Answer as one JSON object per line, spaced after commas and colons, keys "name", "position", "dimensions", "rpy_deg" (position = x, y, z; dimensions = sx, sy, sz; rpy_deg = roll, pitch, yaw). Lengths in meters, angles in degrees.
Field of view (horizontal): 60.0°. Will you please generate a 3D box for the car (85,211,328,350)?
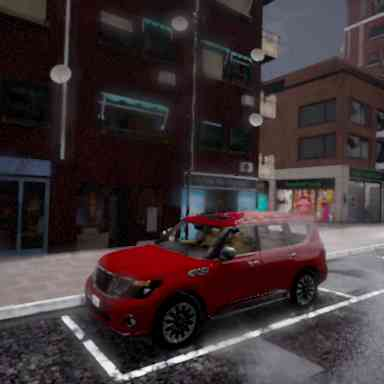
{"name": "car", "position": [0.603, 1.355, 6.493], "dimensions": [5.009, 1.841, 2.192], "rpy_deg": [1, 1, -35]}
